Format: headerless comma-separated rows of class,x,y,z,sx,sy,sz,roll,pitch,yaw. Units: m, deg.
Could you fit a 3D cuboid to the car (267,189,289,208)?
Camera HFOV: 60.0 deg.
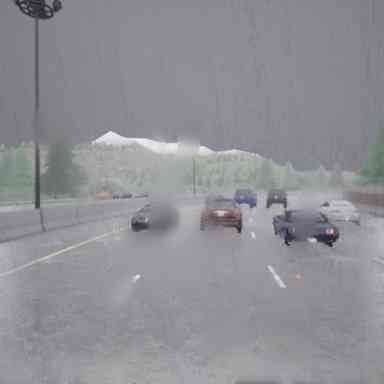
car,9.921,0.733,38.495,2.150,2.045,5.566,0,-1,18

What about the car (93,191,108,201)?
car,-14.236,0.604,54.796,1.882,1.535,5.008,0,1,20

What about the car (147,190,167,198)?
car,-4.400,0.520,51.121,2.033,1.411,5.357,0,1,20

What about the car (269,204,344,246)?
car,4.644,1.422,14.262,1.895,1.301,4.718,0,1,7

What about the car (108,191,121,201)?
car,-10.968,0.585,53.543,1.895,1.301,4.718,0,1,20

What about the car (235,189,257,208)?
car,6.207,0.735,38.326,2.150,2.045,5.566,0,-1,18

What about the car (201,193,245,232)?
car,1.757,1.120,18.606,2.097,1.767,4.553,0,1,8

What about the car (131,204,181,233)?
car,-1.852,1.337,18.195,1.994,1.385,4.181,0,1,8

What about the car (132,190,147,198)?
car,-7.679,0.505,52.345,1.837,1.490,4.892,0,1,20

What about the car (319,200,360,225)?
car,9.275,1.260,21.280,1.812,1.442,4.674,0,1,10

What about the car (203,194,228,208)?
car,2.873,1.015,39.237,1.837,1.490,4.892,0,0,17
